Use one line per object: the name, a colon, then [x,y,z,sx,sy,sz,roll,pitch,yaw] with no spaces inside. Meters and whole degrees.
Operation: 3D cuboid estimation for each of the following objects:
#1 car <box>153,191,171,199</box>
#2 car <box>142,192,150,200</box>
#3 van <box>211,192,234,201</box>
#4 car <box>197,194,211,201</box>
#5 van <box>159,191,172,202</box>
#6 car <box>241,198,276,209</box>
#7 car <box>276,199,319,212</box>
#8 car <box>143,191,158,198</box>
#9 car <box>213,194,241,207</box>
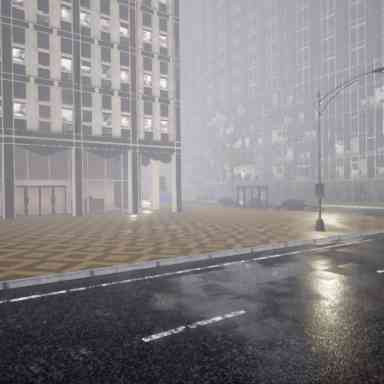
car: [-7.066,0.615,78.181,2.192,1.841,5.009,0,1,-34]
car: [-10.757,1.040,68.756,2.008,1.369,4.403,0,1,-34]
van: [5.803,0.855,59.439,1.690,1.788,3.998,0,1,-34]
car: [2.586,1.043,64.128,1.802,1.307,4.206,0,1,-34]
van: [-4.322,0.937,59.383,1.690,1.788,3.998,0,1,-34]
car: [8.453,1.388,40.583,1.802,1.307,4.206,0,1,-34]
car: [11.657,1.424,35.886,1.947,1.339,4.313,0,1,-34]
car: [-10.283,0.686,82.867,1.967,1.590,4.097,0,1,-34]
car: [5.284,1.319,45.301,1.947,1.339,4.313,0,1,-34]
